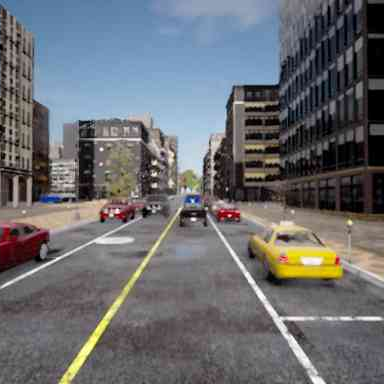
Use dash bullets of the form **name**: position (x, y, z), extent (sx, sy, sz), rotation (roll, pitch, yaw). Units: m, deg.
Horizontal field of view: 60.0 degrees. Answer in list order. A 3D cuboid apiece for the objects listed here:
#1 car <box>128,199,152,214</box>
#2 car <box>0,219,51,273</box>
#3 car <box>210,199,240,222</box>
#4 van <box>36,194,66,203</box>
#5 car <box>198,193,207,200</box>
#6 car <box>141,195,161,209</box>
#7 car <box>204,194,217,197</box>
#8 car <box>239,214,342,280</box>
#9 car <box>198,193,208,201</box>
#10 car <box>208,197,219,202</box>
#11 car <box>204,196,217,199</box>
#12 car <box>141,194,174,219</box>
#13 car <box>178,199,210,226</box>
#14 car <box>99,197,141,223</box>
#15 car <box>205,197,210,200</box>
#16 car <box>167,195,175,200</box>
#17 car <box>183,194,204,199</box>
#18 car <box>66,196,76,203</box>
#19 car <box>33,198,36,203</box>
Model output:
- **car**: position (-5.682, 1.549, 36.824), extent (1.887, 1.381, 4.507), rotation (1, 0, 0)
- **car**: position (-5.678, 1.546, 9.595), extent (1.887, 1.381, 4.507), rotation (1, 0, 0)
- **car**: position (2.701, 1.547, 25.964), extent (1.887, 1.381, 4.507), rotation (1, 0, 0)
- **van**: position (-26.252, 1.200, 61.992), extent (3.998, 1.788, 1.690), rotation (0, -1, 0)
- **car**: position (2.818, 1.332, 91.494), extent (2.192, 1.841, 5.009), rotation (1, 0, 0)
- **car**: position (-5.751, 1.321, 47.712), extent (2.192, 1.841, 5.009), rotation (1, 0, 0)
- **car**: position (2.775, 1.321, 47.719), extent (2.192, 1.841, 5.009), rotation (1, 0, 0)
- **car**: position (2.703, 1.526, 9.815), extent (1.752, 1.417, 4.829), rotation (1, 0, 0)
- **car**: position (2.827, 1.330, 85.793), extent (2.192, 1.841, 5.009), rotation (1, 0, 0)
- **car**: position (2.700, 1.528, 31.574), extent (1.752, 1.417, 4.829), rotation (1, 0, 0)
- **car**: position (2.698, 1.571, 42.283), extent (1.947, 1.339, 4.313), rotation (1, 0, 0)
- **car**: position (-3.096, 1.223, 29.859), extent (2.150, 2.045, 5.566), rotation (0, 0, 0)
- **car**: position (0.097, 1.506, 23.568), extent (1.837, 1.490, 4.892), rotation (0, 0, 0)
- **car**: position (-5.676, 1.318, 25.932), extent (2.192, 1.841, 5.009), rotation (1, 0, 0)
- **car**: position (2.699, 1.570, 36.844), extent (1.947, 1.339, 4.313), rotation (1, 0, 0)
- **car**: position (-5.810, 1.568, 91.428), extent (2.008, 1.369, 4.403), rotation (1, 0, 0)
- **car**: position (0.095, 1.226, 42.116), extent (2.150, 2.045, 5.566), rotation (0, 0, 0)
- **car**: position (-26.272, 1.581, 70.366), extent (4.313, 1.339, 1.947), rotation (0, -1, 0)
- **car**: position (-31.903, 1.581, 70.353), extent (4.206, 1.307, 1.802), rotation (0, -1, 0)
